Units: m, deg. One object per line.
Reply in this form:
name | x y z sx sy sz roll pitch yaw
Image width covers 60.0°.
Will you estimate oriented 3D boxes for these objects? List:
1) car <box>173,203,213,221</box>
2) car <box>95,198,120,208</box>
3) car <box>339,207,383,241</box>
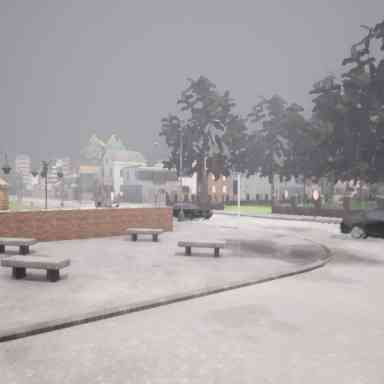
car | -0.347 1.598 27.341 1.895 1.301 4.718 0 0 -35
car | -10.823 1.491 42.252 2.128 1.511 4.902 0 0 -35
car | 9.285 1.476 14.877 5.008 1.535 1.882 0 0 44
